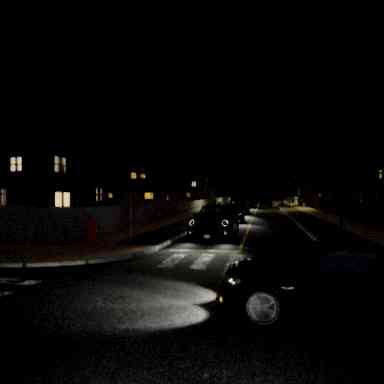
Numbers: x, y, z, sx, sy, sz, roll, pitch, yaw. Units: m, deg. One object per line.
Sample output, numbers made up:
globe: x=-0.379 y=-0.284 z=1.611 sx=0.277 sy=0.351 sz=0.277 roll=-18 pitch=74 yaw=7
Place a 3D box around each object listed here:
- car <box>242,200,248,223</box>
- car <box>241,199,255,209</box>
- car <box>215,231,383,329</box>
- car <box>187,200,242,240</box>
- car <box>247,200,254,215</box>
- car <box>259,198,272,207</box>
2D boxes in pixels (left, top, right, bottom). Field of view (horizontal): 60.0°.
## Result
car: x=3.321 y=1.656 z=26.977 sx=1.812 sy=1.442 sz=4.674 roll=-1 pitch=0 yaw=12
car: x=8.854 y=1.869 z=52.433 sx=1.895 sy=1.301 sz=4.718 roll=-1 pitch=0 yaw=12
car: x=2.611 y=1.642 z=6.285 sx=4.181 sy=1.385 sz=1.994 roll=0 pitch=-1 yaw=12
car: x=1.200 y=1.443 z=17.297 sx=2.097 sy=1.767 sz=4.553 roll=-1 pitch=0 yaw=14
car: x=5.457 y=1.670 z=36.956 sx=2.128 sy=1.511 sz=4.902 roll=-1 pitch=0 yaw=12
car: x=12.698 y=1.772 z=57.257 sx=1.837 sy=1.490 sz=4.892 roll=-1 pitch=-1 yaw=12
